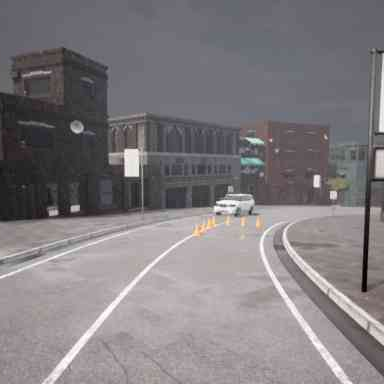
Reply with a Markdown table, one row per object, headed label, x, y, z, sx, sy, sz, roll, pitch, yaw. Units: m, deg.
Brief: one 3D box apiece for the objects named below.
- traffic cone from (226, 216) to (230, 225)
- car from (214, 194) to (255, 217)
| label | x | y | z | sx | sy | sz | roll | pitch | yaw |
| --- | --- | --- | --- | --- | --- | --- | --- | --- | --- |
| traffic cone | 2.483 | 1.955 | 22.684 | 0.340 | 0.580 | 0.340 | 2 | 0 | 12 |
| car | 4.099 | 1.184 | 31.260 | 2.150 | 2.045 | 5.566 | 2 | 1 | 31 |
